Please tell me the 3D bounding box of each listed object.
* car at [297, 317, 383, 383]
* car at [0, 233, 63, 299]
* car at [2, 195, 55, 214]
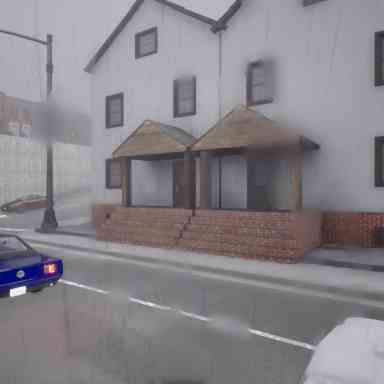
[{"bbox_3d":[3.015,1.601,1.829,4.718,1.301,1.895,0,0,36],"label":"car"},{"bbox_3d":[-5.096,1.601,7.616,4.718,1.301,1.895,0,0,36],"label":"car"},{"bbox_3d":[-14.331,0.973,29.257,1.994,1.385,4.181,0,7,35],"label":"car"}]
